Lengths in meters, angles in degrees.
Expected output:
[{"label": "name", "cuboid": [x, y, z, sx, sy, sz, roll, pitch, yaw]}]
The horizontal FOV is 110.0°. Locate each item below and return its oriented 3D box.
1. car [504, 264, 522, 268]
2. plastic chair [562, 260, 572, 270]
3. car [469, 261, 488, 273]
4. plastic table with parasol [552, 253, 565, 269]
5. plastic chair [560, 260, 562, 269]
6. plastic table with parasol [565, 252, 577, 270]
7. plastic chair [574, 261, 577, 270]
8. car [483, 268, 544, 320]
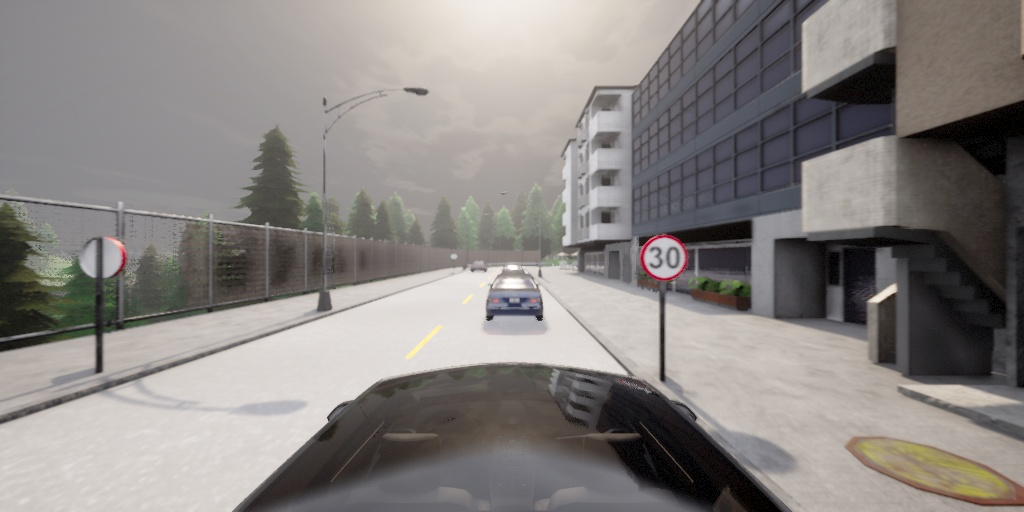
[{"label": "car", "cuboid": [0.080, 1.317, 27.887, 2.033, 1.411, 5.357, 0, 0, 0]}, {"label": "plastic chair", "cuboid": [7.753, 1.315, 50.770, 0.730, 1.272, 0.750, 0, 0, 10]}, {"label": "car", "cuboid": [-4.119, 1.307, 44.982, 1.812, 1.442, 4.674, 0, 0, 0]}, {"label": "plastic table with parasol", "cuboid": [7.770, 0.714, 54.890, 2.482, 2.480, 2.482, 0, 0, 0]}, {"label": "plastic chair", "cuboid": [7.991, 1.317, 53.480, 0.750, 1.272, 0.730, 0, 0, 10]}, {"label": "plastic table with parasol", "cuboid": [9.233, 0.711, 50.581, 2.482, 2.480, 2.482, 0, 0, 0]}, {"label": "plastic chair", "cuboid": [9.244, 1.314, 49.151, 0.750, 1.272, 0.730, 0, 0, 10]}, {"label": "car", "cuboid": [0.082, 1.306, 12.686, 2.033, 1.411, 5.357, 0, 0, 0]}]
